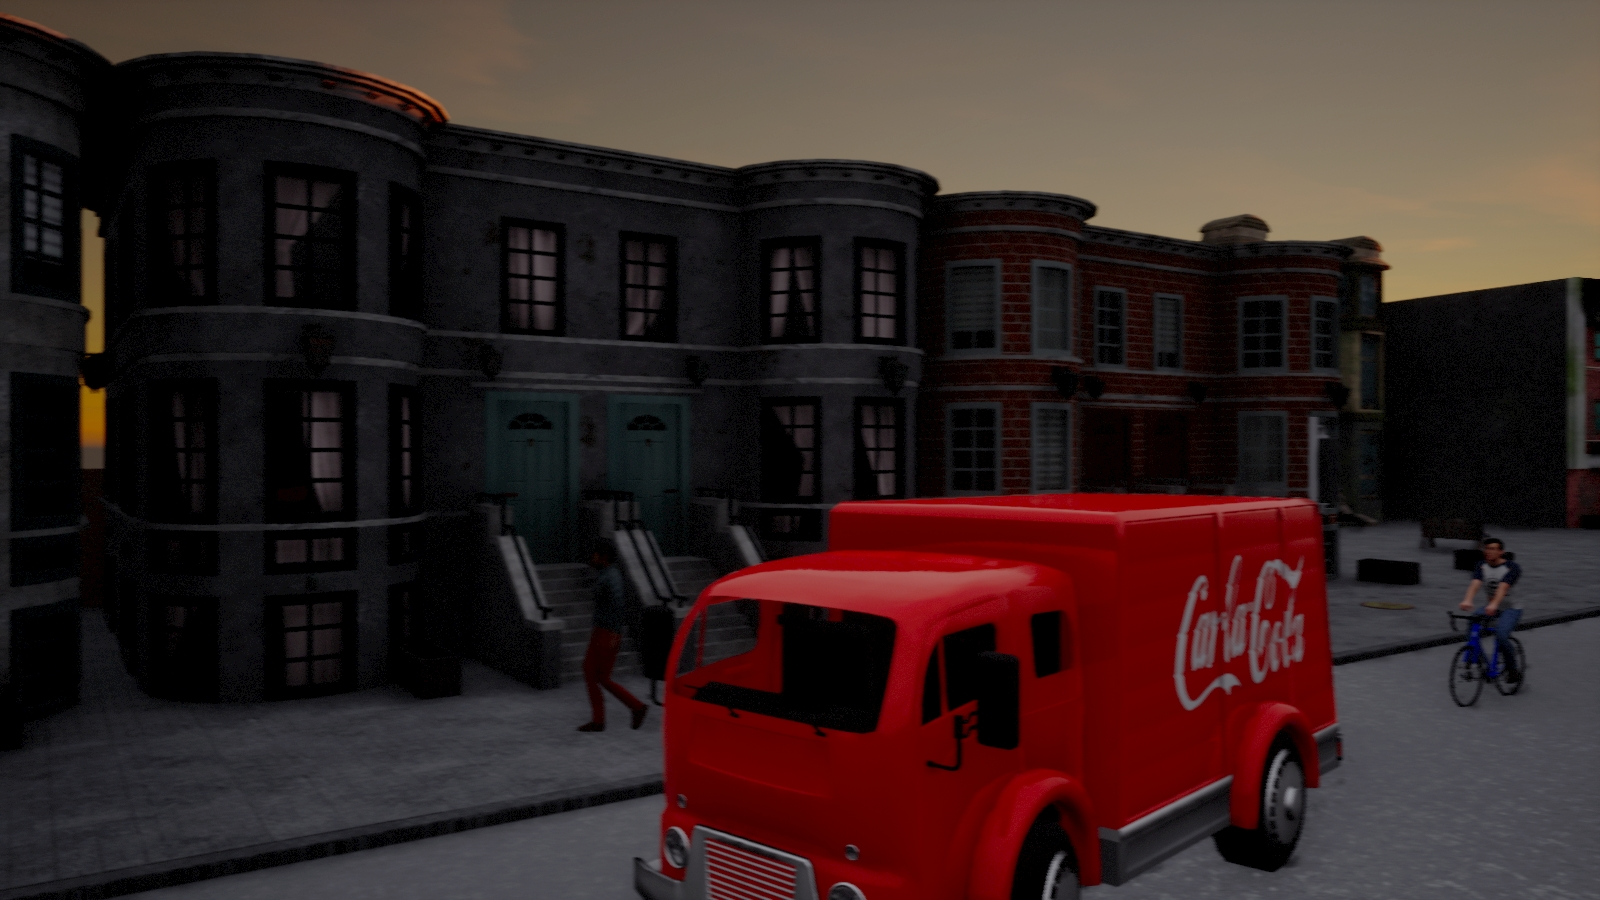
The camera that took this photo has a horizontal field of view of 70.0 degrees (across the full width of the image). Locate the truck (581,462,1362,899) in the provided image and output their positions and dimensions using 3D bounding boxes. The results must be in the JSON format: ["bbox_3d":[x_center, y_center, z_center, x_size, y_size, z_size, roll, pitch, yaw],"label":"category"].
[{"bbox_3d":[1.483,1.338,7.479,2.627,2.467,5.204,0,0,42],"label":"truck"}]

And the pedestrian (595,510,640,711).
[{"bbox_3d":[-1.748,1.511,10.907,0.375,1.860,0.375,0,0,-16],"label":"pedestrian"}]
